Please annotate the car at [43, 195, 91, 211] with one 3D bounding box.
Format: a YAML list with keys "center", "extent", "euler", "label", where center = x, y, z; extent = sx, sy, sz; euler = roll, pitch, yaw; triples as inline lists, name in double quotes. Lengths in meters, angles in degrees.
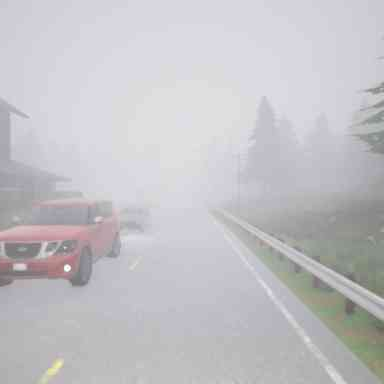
- center: [-13.947, 1.210, 37.344]
  extent: [4.553, 1.767, 2.097]
  euler: [0, 0, 1]
  label: "car"

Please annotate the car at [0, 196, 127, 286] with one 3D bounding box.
- center: [-3.602, 1.222, 9.731]
  extent: [2.150, 2.045, 5.566]
  euler: [0, 0, 0]
  label: "car"

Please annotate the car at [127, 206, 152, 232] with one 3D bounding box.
- center: [-3.537, 1.542, 20.223]
  extent: [2.033, 1.411, 5.357]
  euler: [0, 0, 0]
  label: "car"
